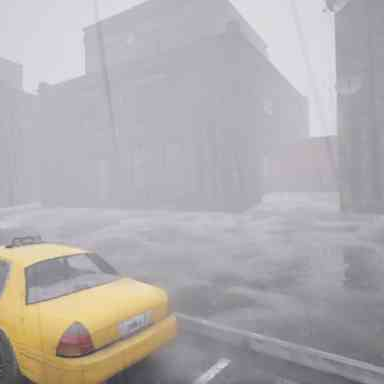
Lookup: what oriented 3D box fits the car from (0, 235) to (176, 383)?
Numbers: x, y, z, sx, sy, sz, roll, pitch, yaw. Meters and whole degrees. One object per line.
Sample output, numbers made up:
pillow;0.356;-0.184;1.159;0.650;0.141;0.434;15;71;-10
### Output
car;-2.749;1.463;5.229;5.366;1.575;1.946;0;0;35
